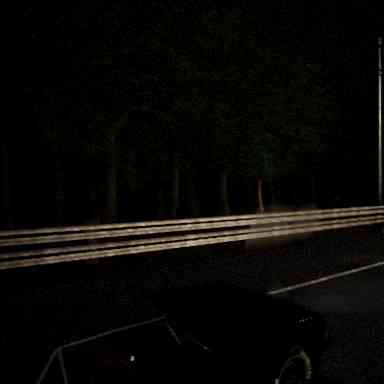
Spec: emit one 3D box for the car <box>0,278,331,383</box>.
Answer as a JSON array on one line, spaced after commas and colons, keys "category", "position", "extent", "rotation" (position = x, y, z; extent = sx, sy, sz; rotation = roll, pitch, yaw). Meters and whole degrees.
[{"category": "car", "position": [-0.739, 1.593, 3.223], "extent": [4.718, 1.301, 1.895], "rotation": [0, 0, -35]}]
